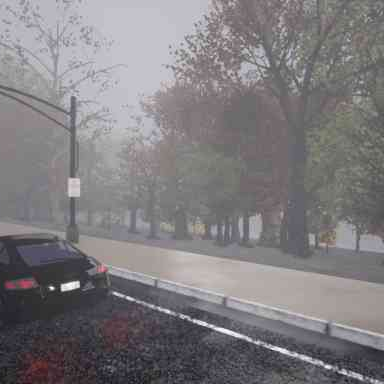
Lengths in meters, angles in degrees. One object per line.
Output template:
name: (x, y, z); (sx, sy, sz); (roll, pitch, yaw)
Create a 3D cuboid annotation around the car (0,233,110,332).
car: (-3.560, 1.562, 6.964); (4.181, 1.385, 1.994); (0, 0, 42)
